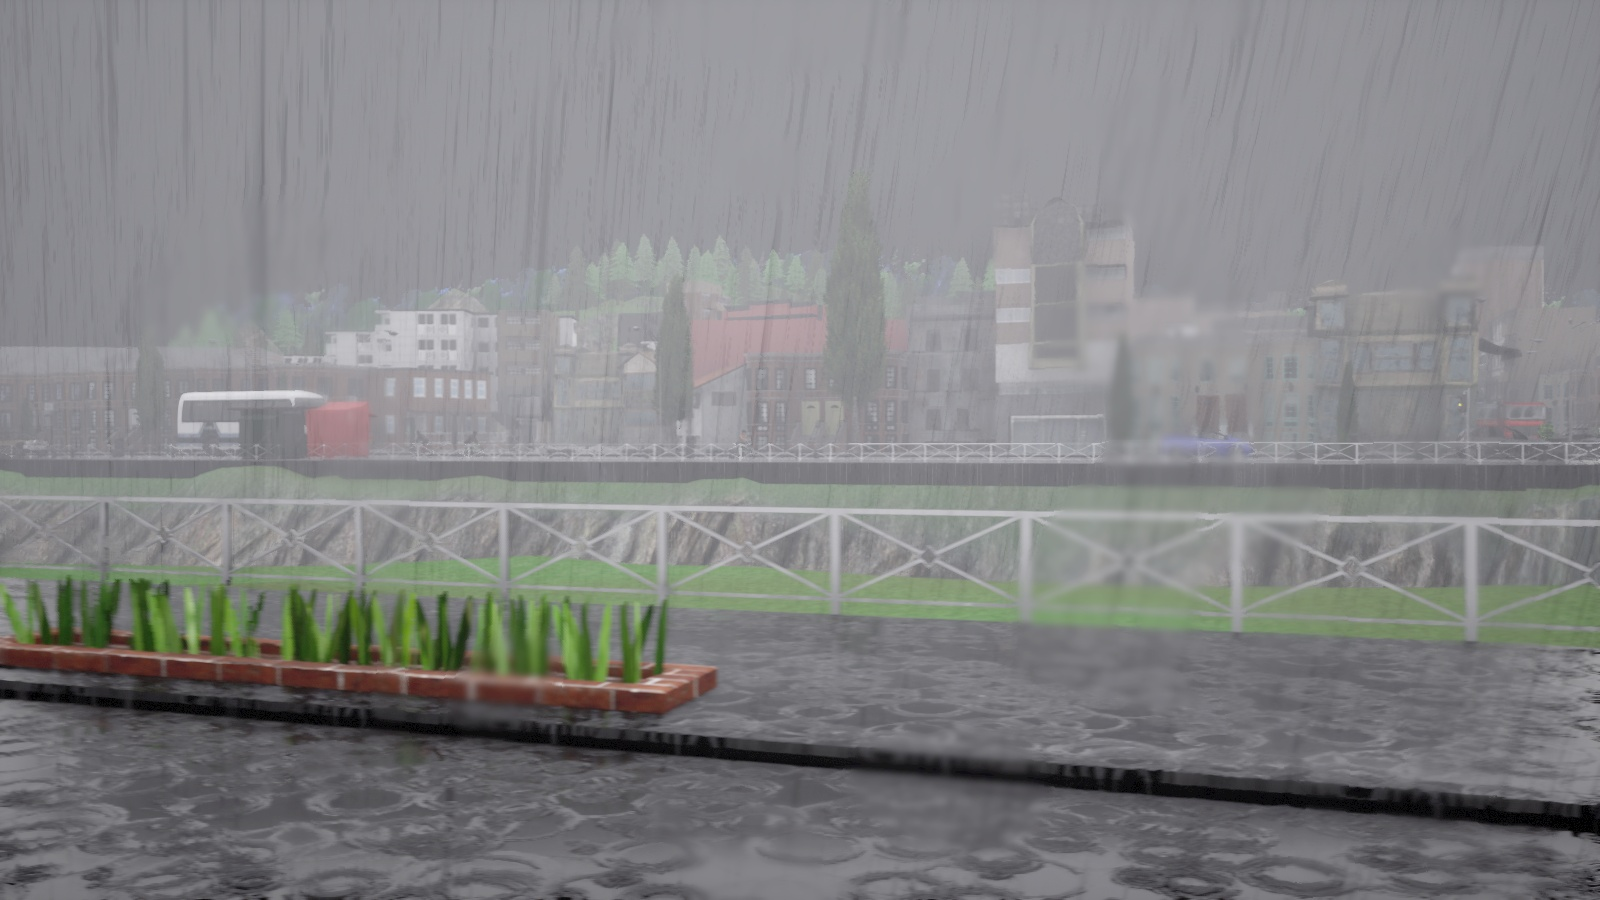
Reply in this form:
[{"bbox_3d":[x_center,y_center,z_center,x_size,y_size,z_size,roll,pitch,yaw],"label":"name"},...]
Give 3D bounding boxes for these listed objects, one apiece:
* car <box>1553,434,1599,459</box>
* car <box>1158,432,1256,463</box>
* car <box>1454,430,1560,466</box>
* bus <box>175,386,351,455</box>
[{"bbox_3d":[47.795,-0.251,77.062,1.816,1.474,4.193,0,1,19],"label":"car"},{"bbox_3d":[20.112,-0.142,62.067,4.514,1.525,2.007,0,1,19],"label":"car"},{"bbox_3d":[32.518,-0.101,57.878,3.988,1.617,1.851,0,1,19],"label":"car"},{"bbox_3d":[-34.349,-1.860,80.354,10.273,4.253,3.944,0,1,19],"label":"bus"}]
